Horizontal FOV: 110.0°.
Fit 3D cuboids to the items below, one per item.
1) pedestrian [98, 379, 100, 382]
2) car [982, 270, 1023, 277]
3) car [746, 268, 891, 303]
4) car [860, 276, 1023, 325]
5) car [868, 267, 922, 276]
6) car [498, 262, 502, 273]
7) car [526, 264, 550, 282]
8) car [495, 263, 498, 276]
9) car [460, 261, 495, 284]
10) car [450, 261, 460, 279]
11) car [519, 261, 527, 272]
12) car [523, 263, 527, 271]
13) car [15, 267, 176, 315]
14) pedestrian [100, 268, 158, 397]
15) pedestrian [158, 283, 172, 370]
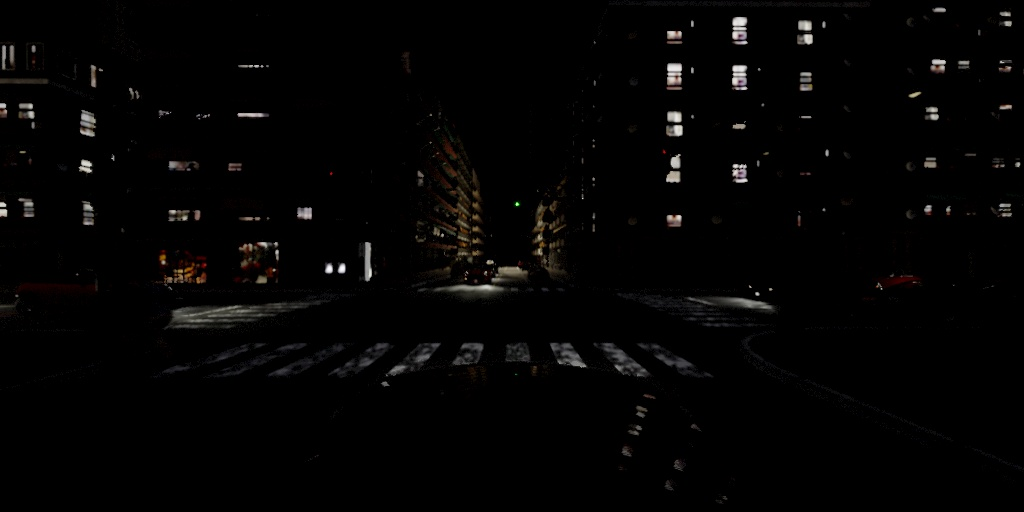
[{"bbox_3d":[-6.335,1.090,5.817,0.375,1.860,0.375,-1,0,0],"label":"pedestrian"},{"bbox_3d":[24.343,1.406,17.417,4.674,1.442,1.812,0,0,-1],"label":"car"},{"bbox_3d":[14.475,1.438,17.315,5.357,1.411,2.033,0,0,-1],"label":"car"},{"bbox_3d":[14.725,1.466,11.902,4.313,1.339,1.948,0,0,-1],"label":"car"},{"bbox_3d":[20.237,1.320,19.835,4.097,1.591,1.967,0,0,-1],"label":"car"},{"bbox_3d":[-2.860,1.847,51.186,2.033,1.411,5.357,0,-1,1],"label":"car"},{"bbox_3d":[2.551,1.683,33.198,1.802,1.307,4.207,0,0,0],"label":"car"},{"bbox_3d":[-2.860,1.691,40.897,1.837,1.490,4.892,0,-1,0],"label":"car"},{"bbox_3d":[-2.857,1.424,30.512,2.097,1.767,4.553,0,-1,0],"label":"car"},{"bbox_3d":[-5.332,1.478,38.792,2.192,1.841,5.009,0,0,0],"label":"car"},{"bbox_3d":[2.539,1.952,60.892,1.888,1.381,4.507,0,0,0],"label":"car"},{"bbox_3d":[2.549,1.713,38.736,2.007,1.370,4.403,0,0,0],"label":"car"},{"bbox_3d":[-16.083,1.272,14.038,4.553,1.767,2.097,0,0,0],"label":"car"},{"bbox_3d":[-5.646,1.084,5.293,0.375,1.860,0.375,-1,0,0],"label":"pedestrian"},{"bbox_3d":[-6.586,1.097,6.489,0.375,1.860,0.375,-1,0,0],"label":"pedestrian"}]
